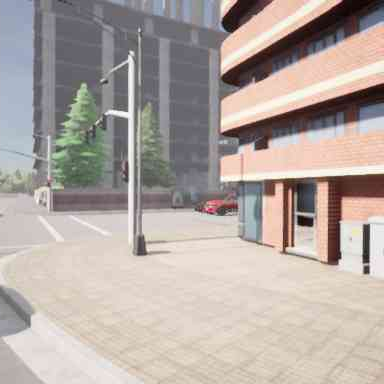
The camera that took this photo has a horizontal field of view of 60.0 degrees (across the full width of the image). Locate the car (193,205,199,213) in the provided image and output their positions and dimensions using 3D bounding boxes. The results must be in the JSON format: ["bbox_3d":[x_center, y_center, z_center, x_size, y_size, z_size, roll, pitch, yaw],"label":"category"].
[{"bbox_3d":[2.550,1.589,35.333,4.718,1.301,1.895,0,0,-27],"label":"car"}]

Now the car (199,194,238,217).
[{"bbox_3d":[3.861,1.219,32.075,5.566,2.045,2.150,0,0,-27],"label":"car"}]
